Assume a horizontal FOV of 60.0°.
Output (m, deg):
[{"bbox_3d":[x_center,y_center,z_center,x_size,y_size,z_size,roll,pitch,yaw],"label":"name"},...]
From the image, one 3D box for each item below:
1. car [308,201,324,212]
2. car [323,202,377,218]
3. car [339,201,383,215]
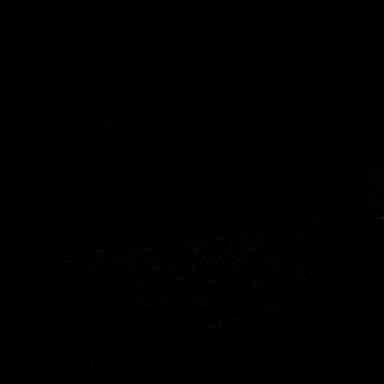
[{"bbox_3d":[15.957,1.800,42.462,1.752,1.417,4.829,0,0,-36],"label":"car"},{"bbox_3d":[15.794,1.746,32.525,1.895,1.301,4.718,1,-1,-36],"label":"car"},{"bbox_3d":[19.350,1.761,37.765,1.887,1.381,4.507,0,0,-36],"label":"car"}]
